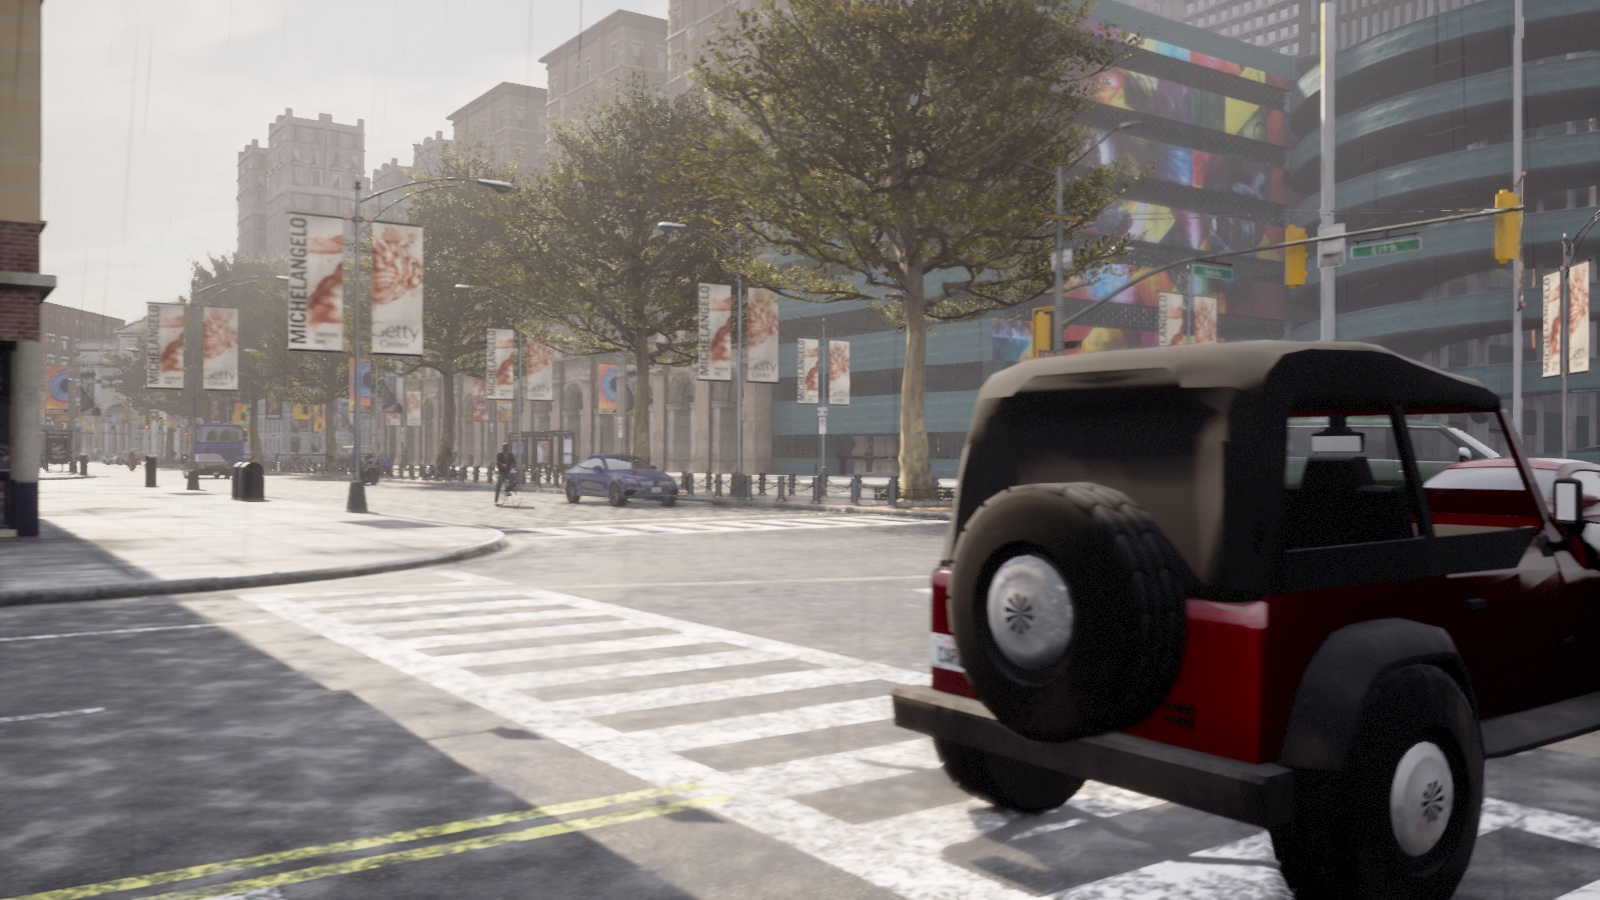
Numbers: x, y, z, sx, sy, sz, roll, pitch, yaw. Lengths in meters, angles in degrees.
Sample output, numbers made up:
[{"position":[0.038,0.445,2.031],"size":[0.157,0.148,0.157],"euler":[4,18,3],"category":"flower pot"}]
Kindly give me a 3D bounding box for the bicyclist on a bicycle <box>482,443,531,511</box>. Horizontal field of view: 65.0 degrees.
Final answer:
[{"position":[-7.958,0.711,33.961],"size":[0.659,1.776,1.843],"euler":[0,0,-35],"category":"bicyclist on a bicycle"}]

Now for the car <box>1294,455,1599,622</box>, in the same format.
[{"position":[7.332,0.782,13.026],"size":[4.674,1.442,1.812],"euler":[0,0,-35],"category":"car"}]

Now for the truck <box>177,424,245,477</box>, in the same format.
[{"position":[-40.724,0.056,86.679],"size":[2.891,3.462,7.936],"euler":[0,0,-35],"category":"truck"}]

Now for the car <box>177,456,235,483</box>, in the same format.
[{"position":[-32.811,1.027,69.318],"size":[2.033,1.411,5.357],"euler":[0,0,-35],"category":"car"}]

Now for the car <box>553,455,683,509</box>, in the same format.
[{"position":[-5.330,0.865,36.263],"size":[1.812,1.442,4.674],"euler":[0,0,-35],"category":"car"}]

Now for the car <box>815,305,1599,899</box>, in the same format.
[{"position":[2.190,0.549,5.203],"size":[3.866,1.878,1.905],"euler":[0,0,-36],"category":"car"}]

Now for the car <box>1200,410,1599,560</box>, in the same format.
[{"position":[9.212,0.486,19.252],"size":[5.566,2.045,2.150],"euler":[0,0,28],"category":"car"}]

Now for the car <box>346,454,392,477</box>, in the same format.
[{"position":[-28.656,1.015,83.414],"size":[1.816,1.474,4.193],"euler":[0,0,-35],"category":"car"}]

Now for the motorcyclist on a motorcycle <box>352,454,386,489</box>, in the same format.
[{"position":[-19.290,0.952,56.149],"size":[0.866,1.530,2.191],"euler":[0,0,-35],"category":"motorcyclist on a motorcycle"}]
